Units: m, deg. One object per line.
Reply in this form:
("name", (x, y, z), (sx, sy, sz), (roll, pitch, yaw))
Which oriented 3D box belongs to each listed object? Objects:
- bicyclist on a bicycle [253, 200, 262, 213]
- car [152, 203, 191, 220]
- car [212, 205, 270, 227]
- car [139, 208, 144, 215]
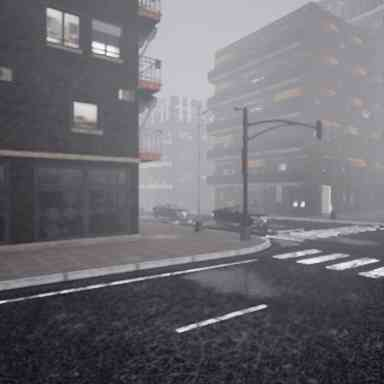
("bicyclist on a bicycle", (6.761, 1.623, 34.949), (1.656, 1.620, 0.582), (0, 0, -36))
("car", (-2.055, 1.870, 32.206), (2.128, 1.511, 4.902), (0, -1, -37))
("car", (3.535, 1.747, 24.619), (2.128, 1.511, 4.902), (0, -1, -37))
("car", (-7.566, 2.102, 39.723), (1.895, 1.301, 4.718), (0, -1, -36))
